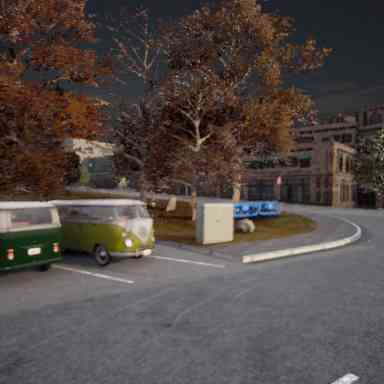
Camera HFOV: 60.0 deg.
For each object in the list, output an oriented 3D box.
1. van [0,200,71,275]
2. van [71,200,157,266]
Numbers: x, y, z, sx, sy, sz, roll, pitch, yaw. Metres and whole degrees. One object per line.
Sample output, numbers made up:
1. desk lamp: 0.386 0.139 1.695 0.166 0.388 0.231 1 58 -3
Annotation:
1. van: -5.755 1.260 9.602 4.442 1.987 1.878 -1 0 35
2. van: -3.160 1.248 11.186 4.442 1.987 1.878 -1 -1 35
